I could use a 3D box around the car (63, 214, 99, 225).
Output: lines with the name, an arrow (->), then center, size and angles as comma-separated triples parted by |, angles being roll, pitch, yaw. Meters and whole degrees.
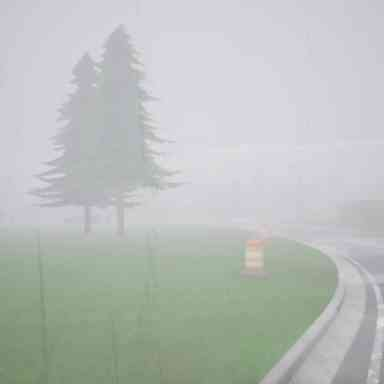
car -> -15.797, 3.897, 47.487 | 4.902, 1.511, 2.128 | -1, -3, -5
